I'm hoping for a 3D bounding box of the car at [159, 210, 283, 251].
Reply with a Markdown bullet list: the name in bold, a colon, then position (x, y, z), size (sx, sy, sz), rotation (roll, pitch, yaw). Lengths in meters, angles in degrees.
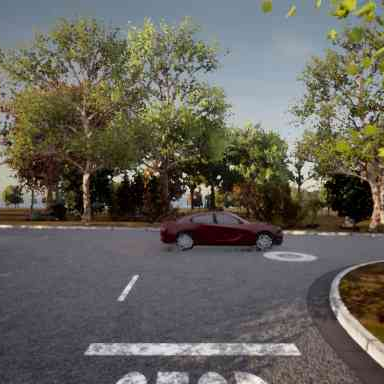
- **car**: position (1.165, 1.512, 13.673), size (5.008, 1.535, 1.882), rotation (0, -1, 0)
